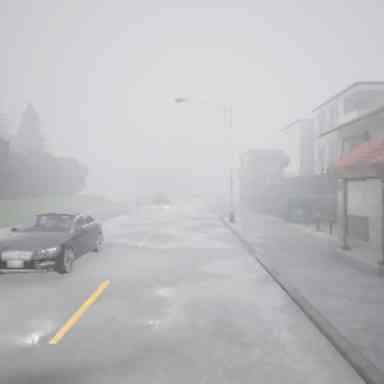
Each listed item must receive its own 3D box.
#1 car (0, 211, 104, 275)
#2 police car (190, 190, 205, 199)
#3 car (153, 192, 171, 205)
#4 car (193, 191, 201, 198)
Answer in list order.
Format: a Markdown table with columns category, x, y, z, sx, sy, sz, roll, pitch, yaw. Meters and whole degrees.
| category | x | y | z | sx | sy | sz | roll | pitch | yaw |
| --- | --- | --- | --- | --- | --- | --- | --- | --- | --- |
| car | -4.094 | 1.375 | 10.166 | 2.128 | 1.511 | 4.902 | 0 | 1 | 0 |
| police car | 1.173 | 0.621 | 70.443 | 1.930 | 1.638 | 5.238 | 0 | 1 | 0 |
| car | -4.064 | 0.835 | 45.286 | 2.097 | 1.767 | 4.553 | 0 | 1 | 0 |
| car | 1.168 | 0.561 | 80.333 | 1.882 | 1.535 | 5.008 | 0 | 1 | 0 |
